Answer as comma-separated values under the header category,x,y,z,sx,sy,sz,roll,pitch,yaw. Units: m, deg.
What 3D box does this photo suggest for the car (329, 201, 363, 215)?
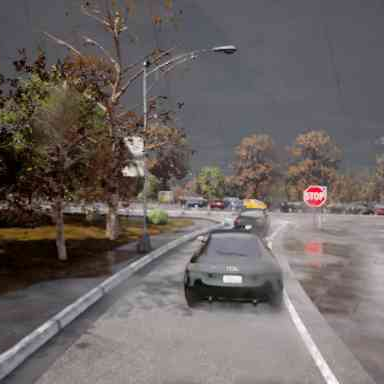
category,x,y,z,sx,sy,sz,roll,pitch,yaw
car,21.054,2.319,46.850,2.185,1.767,4.553,3,0,-17

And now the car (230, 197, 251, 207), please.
category,x,y,z,sx,sy,sz,roll,pitch,yaw
car,5.094,1.416,41.944,2.185,1.767,4.553,4,-1,-17

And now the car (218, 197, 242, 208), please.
category,x,y,z,sx,sy,sz,roll,pitch,yaw
car,6.405,1.812,56.215,1.946,1.575,5.366,3,-1,-17

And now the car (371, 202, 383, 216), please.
category,x,y,z,sx,sy,sz,roll,pitch,yaw
car,26.349,2.697,48.563,2.163,1.488,4.792,2,0,-17

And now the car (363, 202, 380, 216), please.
category,x,y,z,sx,sy,sz,roll,pitch,yaw
car,23.706,2.590,47.679,2.163,1.488,4.792,2,0,-17

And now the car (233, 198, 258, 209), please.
category,x,y,z,sx,sy,sz,roll,pitch,yaw
car,9.070,1.969,57.045,1.946,1.575,5.366,3,-1,-17

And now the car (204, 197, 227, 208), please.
category,x,y,z,sx,sy,sz,roll,pitch,yaw
car,3.789,1.679,55.235,2.163,1.488,4.792,4,-1,-17

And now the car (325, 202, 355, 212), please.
category,x,y,z,sx,sy,sz,roll,pitch,yaw
car,27.677,2.786,62.450,1.946,1.575,5.366,2,0,-17

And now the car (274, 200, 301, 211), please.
category,x,y,z,sx,sy,sz,roll,pitch,yaw
car,16.982,2.373,59.309,2.097,1.535,5.008,3,0,-17

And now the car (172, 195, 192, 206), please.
category,x,y,z,sx,sy,sz,roll,pitch,yaw
car,-1.632,1.323,53.519,2.002,1.452,4.674,4,-1,-17

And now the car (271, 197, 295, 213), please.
category,x,y,z,sx,sy,sz,roll,pitch,yaw
car,10.413,1.632,43.598,2.435,2.045,5.566,3,-1,-17

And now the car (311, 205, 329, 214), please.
category,x,y,z,sx,sy,sz,roll,pitch,yaw
car,15.723,2.215,45.193,2.163,1.488,4.792,3,-1,-17

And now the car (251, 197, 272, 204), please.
category,x,y,z,sx,sy,sz,roll,pitch,yaw
car,7.746,1.716,42.733,2.097,1.535,5.008,3,-1,-17

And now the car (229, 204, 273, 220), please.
category,x,y,z,sx,sy,sz,roll,pitch,yaw
car,3.564,1.671,19.395,1.812,1.442,4.674,0,-1,16

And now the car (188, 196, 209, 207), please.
category,x,y,z,sx,sy,sz,roll,pitch,yaw
car,1.021,1.506,54.346,2.002,1.452,4.674,4,-1,-17

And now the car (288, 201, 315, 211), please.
category,x,y,z,sx,sy,sz,roll,pitch,yaw
car,19.765,2.496,60.175,2.231,1.521,4.892,3,0,-17

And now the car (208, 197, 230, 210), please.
category,x,y,z,sx,sy,sz,roll,pitch,yaw
car,2.431,1.388,41.113,2.163,1.488,4.792,4,-1,-17

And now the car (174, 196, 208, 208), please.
category,x,y,z,sx,sy,sz,roll,pitch,yaw
car,-0.204,1.206,40.231,2.163,1.488,4.792,4,-1,-17

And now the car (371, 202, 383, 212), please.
category,x,y,z,sx,sy,sz,roll,pitch,yaw
car,38.267,2.943,65.973,2.185,1.767,4.553,1,0,-17

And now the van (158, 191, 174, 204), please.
category,x,y,z,sx,sy,sz,roll,pitch,yaw
van,-4.124,0.885,52.607,1.878,1.987,4.442,4,0,-17

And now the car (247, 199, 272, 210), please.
category,x,y,z,sx,sy,sz,roll,pitch,yaw
car,11.664,2.143,57.628,2.163,1.488,4.792,3,-1,-17

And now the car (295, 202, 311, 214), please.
category,x,y,z,sx,sy,sz,roll,pitch,yaw
car,13.068,2.041,44.389,2.231,1.521,4.892,3,-1,-17

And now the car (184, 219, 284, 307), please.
category,x,y,z,sx,sy,sz,roll,pitch,yaw
car,1.027,1.591,8.137,1.994,1.385,4.181,0,0,8
